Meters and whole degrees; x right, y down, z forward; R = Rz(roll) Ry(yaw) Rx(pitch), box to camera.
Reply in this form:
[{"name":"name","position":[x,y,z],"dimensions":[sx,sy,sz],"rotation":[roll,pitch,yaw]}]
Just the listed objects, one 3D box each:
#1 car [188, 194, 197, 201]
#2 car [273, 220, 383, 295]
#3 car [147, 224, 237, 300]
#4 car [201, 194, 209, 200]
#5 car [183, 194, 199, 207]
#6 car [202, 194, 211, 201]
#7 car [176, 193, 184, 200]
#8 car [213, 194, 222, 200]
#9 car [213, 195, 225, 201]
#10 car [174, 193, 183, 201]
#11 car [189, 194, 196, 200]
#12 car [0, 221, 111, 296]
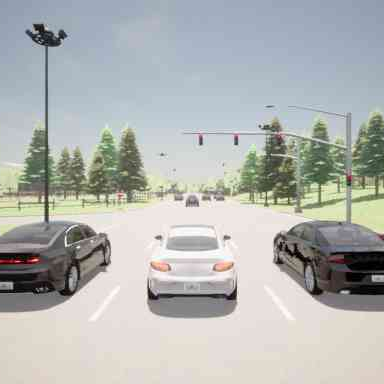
[{"name":"car","position":[0.100,1.348,83.154],"dimensions":[2.097,1.767,4.553],"rotation":[0,0,0]},{"name":"car","position":[3.522,1.478,8.743],"dimensions":[1.882,1.535,5.008],"rotation":[0,0,0]},{"name":"car","position":[0.016,1.526,8.252],"dimensions":[1.812,1.442,4.674],"rotation":[0,0,0]},{"name":"car","position":[3.612,1.372,93.183],"dimensions":[2.033,1.411,5.357],"rotation":[0,0,0]},{"name":"car","position":[0.063,1.352,52.125],"dimensions":[2.097,1.767,4.553],"rotation":[0,0,0]},{"name":"car","position":[3.600,1.348,83.150],"dimensions":[2.097,1.767,4.553],"rotation":[0,0,0]},{"name":"car","position":[-3.388,1.188,93.162],"dimensions":[2.097,1.767,4.553],"rotation":[0,0,0]},{"name":"car","position":[7.112,1.385,93.179],"dimensions":[1.994,1.385,4.181],"rotation":[0,0,0]},{"name":"car","position":[7.100,1.517,82.759],"dimensions":[2.128,1.511,4.902],"rotation":[0,0,0]},{"name":"car","position":[-3.400,1.544,83.155],"dimensions":[1.994,1.385,4.181],"rotation":[0,0,0]},{"name":"car","position":[0.112,1.332,93.188],"dimensions":[1.837,1.490,4.892],"rotation":[0,0,0]},{"name":"car","position":[-3.479,1.505,8.646],"dimensions":[1.837,1.490,4.892],"rotation":[0,0,0]}]
